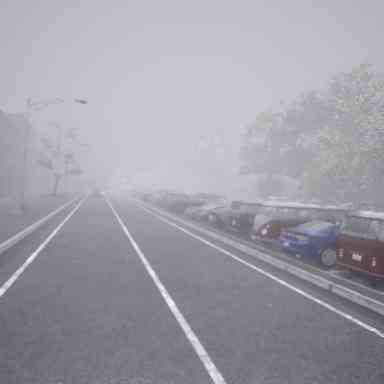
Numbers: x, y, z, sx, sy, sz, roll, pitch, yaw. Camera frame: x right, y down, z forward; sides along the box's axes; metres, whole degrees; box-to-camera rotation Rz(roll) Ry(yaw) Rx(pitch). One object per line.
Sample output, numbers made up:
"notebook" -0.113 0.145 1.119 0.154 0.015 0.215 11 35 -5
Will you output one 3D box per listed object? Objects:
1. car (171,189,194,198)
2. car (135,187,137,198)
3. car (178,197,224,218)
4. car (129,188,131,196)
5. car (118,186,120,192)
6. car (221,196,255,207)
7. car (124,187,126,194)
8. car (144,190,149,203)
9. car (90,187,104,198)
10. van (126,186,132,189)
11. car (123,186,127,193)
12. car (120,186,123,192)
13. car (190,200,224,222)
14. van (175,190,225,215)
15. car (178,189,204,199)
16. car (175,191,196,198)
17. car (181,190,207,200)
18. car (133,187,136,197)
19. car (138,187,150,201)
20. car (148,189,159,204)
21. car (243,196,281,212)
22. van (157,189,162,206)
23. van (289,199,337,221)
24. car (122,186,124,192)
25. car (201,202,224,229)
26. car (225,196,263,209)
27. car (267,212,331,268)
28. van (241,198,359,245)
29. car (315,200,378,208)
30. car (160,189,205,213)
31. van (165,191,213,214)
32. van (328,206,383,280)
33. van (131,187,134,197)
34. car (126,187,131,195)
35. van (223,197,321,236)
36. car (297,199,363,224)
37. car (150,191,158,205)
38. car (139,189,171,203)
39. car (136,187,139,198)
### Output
"car" -2.567 0.356 88.748 5.566 2.045 2.435 3 0 -16
"car" -6.649 0.553 55.344 4.553 1.767 2.185 3 1 -16
"car" 1.817 1.494 25.704 4.892 1.521 2.231 3 0 -16
"car" -8.933 0.457 63.438 5.008 1.535 2.097 3 1 -16
"car" -16.556 -0.510 90.395 5.566 2.045 2.435 3 0 -16
"car" 7.365 1.561 53.915 4.892 1.521 2.231 3 1 -16
"car" -11.970 0.191 74.229 4.792 1.488 2.163 3 1 -16
"car" -3.564 1.018 44.572 4.674 1.452 2.002 3 1 -16
"car" -15.539 0.017 54.206 2.097 1.767 4.553 3 1 -16
"van" -11.327 0.002 71.491 4.442 1.987 1.878 3 1 -16
"car" -12.584 0.092 76.967 5.366 1.575 1.946 3 1 -16
"car" -15.834 -0.195 87.689 4.892 1.521 2.231 3 0 -16
"car" 2.573 1.600 23.007 4.674 1.452 2.002 3 0 -16
"van" 1.168 1.205 28.432 4.442 1.987 1.878 3 0 -16
"car" -0.282 0.567 80.714 5.566 2.045 2.435 3 1 -16
"car" -1.798 0.677 86.077 5.008 1.535 2.097 3 0 -16
"car" 0.447 0.638 78.155 5.566 2.045 2.435 3 1 -16
"car" -7.356 0.482 58.056 4.553 1.767 2.185 3 1 -16
"car" -4.338 0.651 47.258 5.566 2.045 2.435 3 1 -16
"car" -2.754 0.929 41.884 4.553 1.767 2.185 3 1 -16
"car" 9.676 1.657 45.914 4.553 1.767 2.185 3 1 -16
"van" -1.132 0.983 36.516 4.442 1.987 1.878 3 1 -16
"van" 12.802 1.857 35.261 4.442 1.987 1.878 3 1 -16
"car" -13.534 0.011 79.607 5.008 1.535 2.097 3 1 -16
"car" 3.373 1.655 20.316 4.792 1.488 2.163 3 0 -16
"car" 7.942 1.620 51.193 5.366 1.575 1.946 3 1 -16
"car" 5.647 1.792 12.218 5.008 1.535 2.097 3 0 -16
"van" 4.784 1.507 14.886 4.442 1.987 1.878 3 0 -16
"car" 14.184 1.966 29.882 5.566 2.045 2.435 3 0 -16
"car" 0.264 1.098 31.085 5.566 2.045 2.435 3 1 -16
"van" -0.365 1.057 33.821 4.442 1.987 1.878 3 1 -16
"van" 6.546 1.626 9.555 4.442 1.987 1.878 3 0 -16
"van" -8.259 0.300 60.710 4.442 1.987 1.878 3 1 -16
"car" -10.492 0.336 68.822 4.792 1.488 2.163 3 1 -16
"van" 4.240 1.463 17.643 4.442 1.987 1.878 3 0 -16
"car" 13.478 1.900 32.568 5.566 2.045 2.435 3 1 -16
"car" -2.031 1.128 39.180 4.892 1.521 2.231 3 1 -16
"car" -5.882 0.628 52.649 4.553 1.767 2.185 3 1 -16
"car" -5.105 0.577 49.953 5.566 2.045 2.435 3 1 -16
